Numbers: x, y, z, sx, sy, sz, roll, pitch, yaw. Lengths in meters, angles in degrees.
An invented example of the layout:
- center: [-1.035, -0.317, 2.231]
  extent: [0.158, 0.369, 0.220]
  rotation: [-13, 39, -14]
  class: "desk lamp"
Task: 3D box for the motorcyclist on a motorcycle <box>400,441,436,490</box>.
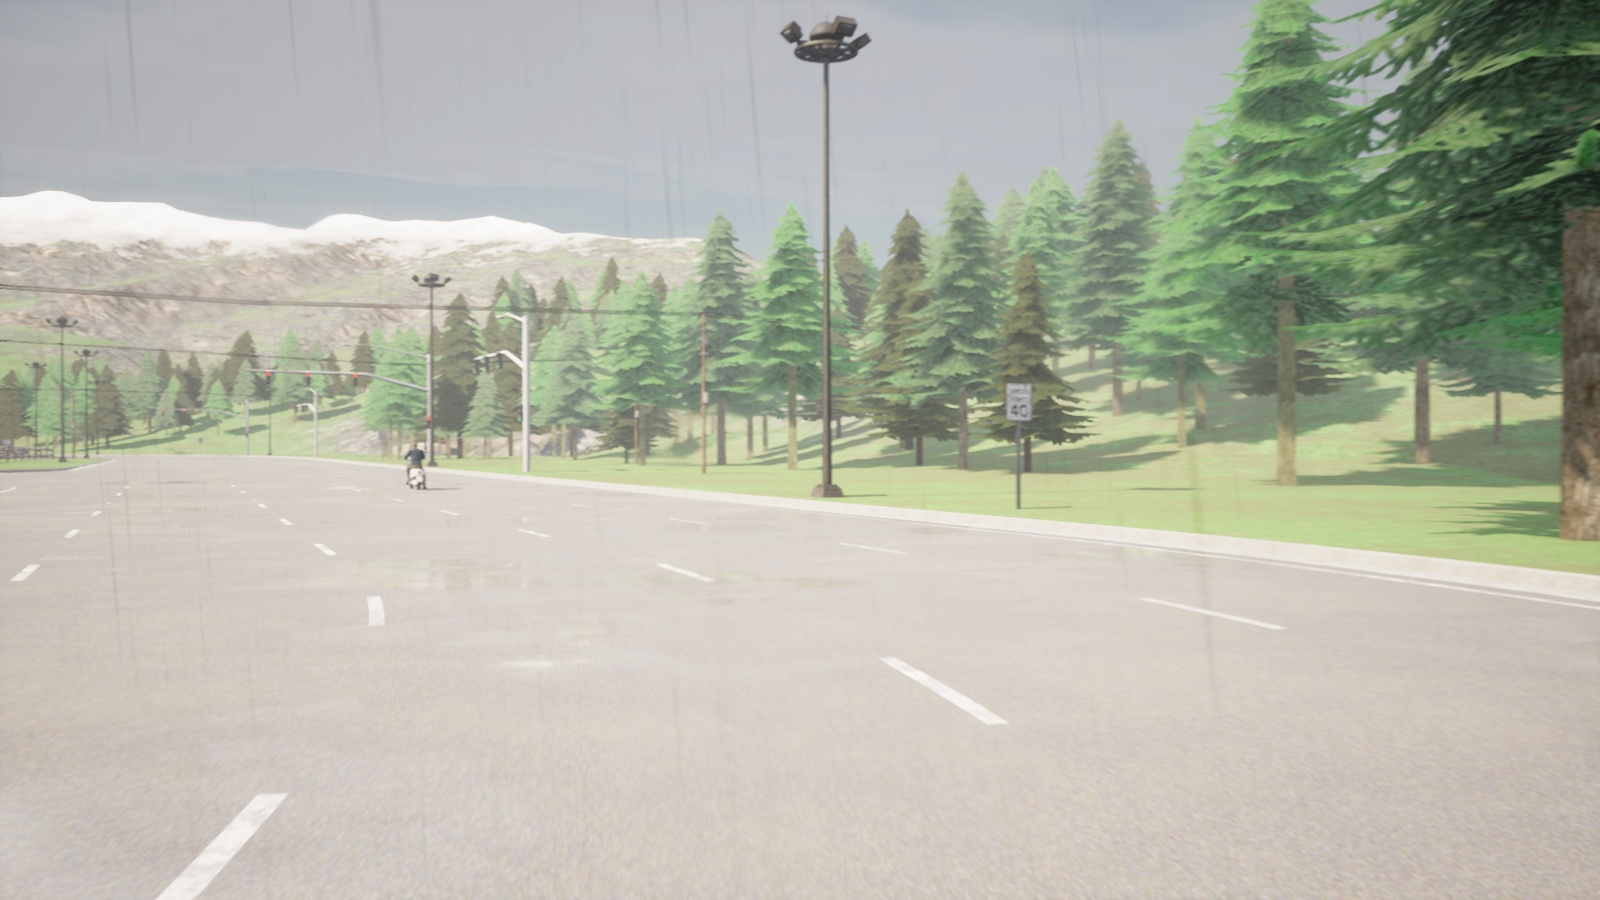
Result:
- center: [-12.776, 0.504, 41.966]
  extent: [0.866, 1.590, 1.817]
  rotation: [0, 0, -26]
  class: "motorcyclist on a motorcycle"
